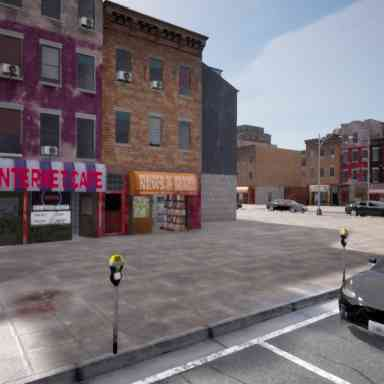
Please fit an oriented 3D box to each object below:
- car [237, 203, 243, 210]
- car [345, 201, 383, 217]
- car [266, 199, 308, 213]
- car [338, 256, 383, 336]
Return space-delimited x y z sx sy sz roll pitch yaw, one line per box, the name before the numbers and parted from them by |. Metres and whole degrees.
car | 4.420 1.626 45.162 2.033 1.411 5.357 1 0 -36
car | 15.889 1.543 28.976 1.837 1.490 4.892 1 0 -35
car | 10.412 1.549 36.712 2.128 1.511 4.902 1 0 -35
car | 4.435 1.568 5.954 4.313 1.339 1.947 0 0 -35
